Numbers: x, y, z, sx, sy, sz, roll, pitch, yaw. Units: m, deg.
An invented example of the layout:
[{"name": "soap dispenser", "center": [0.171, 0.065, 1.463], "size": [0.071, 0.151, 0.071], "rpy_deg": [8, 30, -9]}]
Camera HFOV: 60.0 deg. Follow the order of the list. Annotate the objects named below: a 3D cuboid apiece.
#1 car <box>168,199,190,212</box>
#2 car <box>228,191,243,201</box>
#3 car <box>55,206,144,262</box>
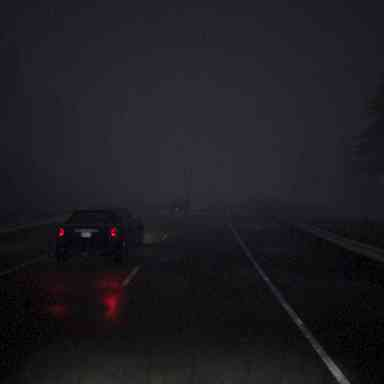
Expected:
[{"name": "car", "center": [-1.277, 1.426, 36.265], "size": [1.895, 1.301, 4.718], "rpy_deg": [0, 0, 6]}, {"name": "car", "center": [8.947, 0.897, 70.205], "size": [2.150, 2.045, 5.566], "rpy_deg": [0, 0, 12]}, {"name": "car", "center": [-3.088, 1.291, 12.076], "size": [2.097, 1.767, 4.553], "rpy_deg": [0, 0, 2]}]
